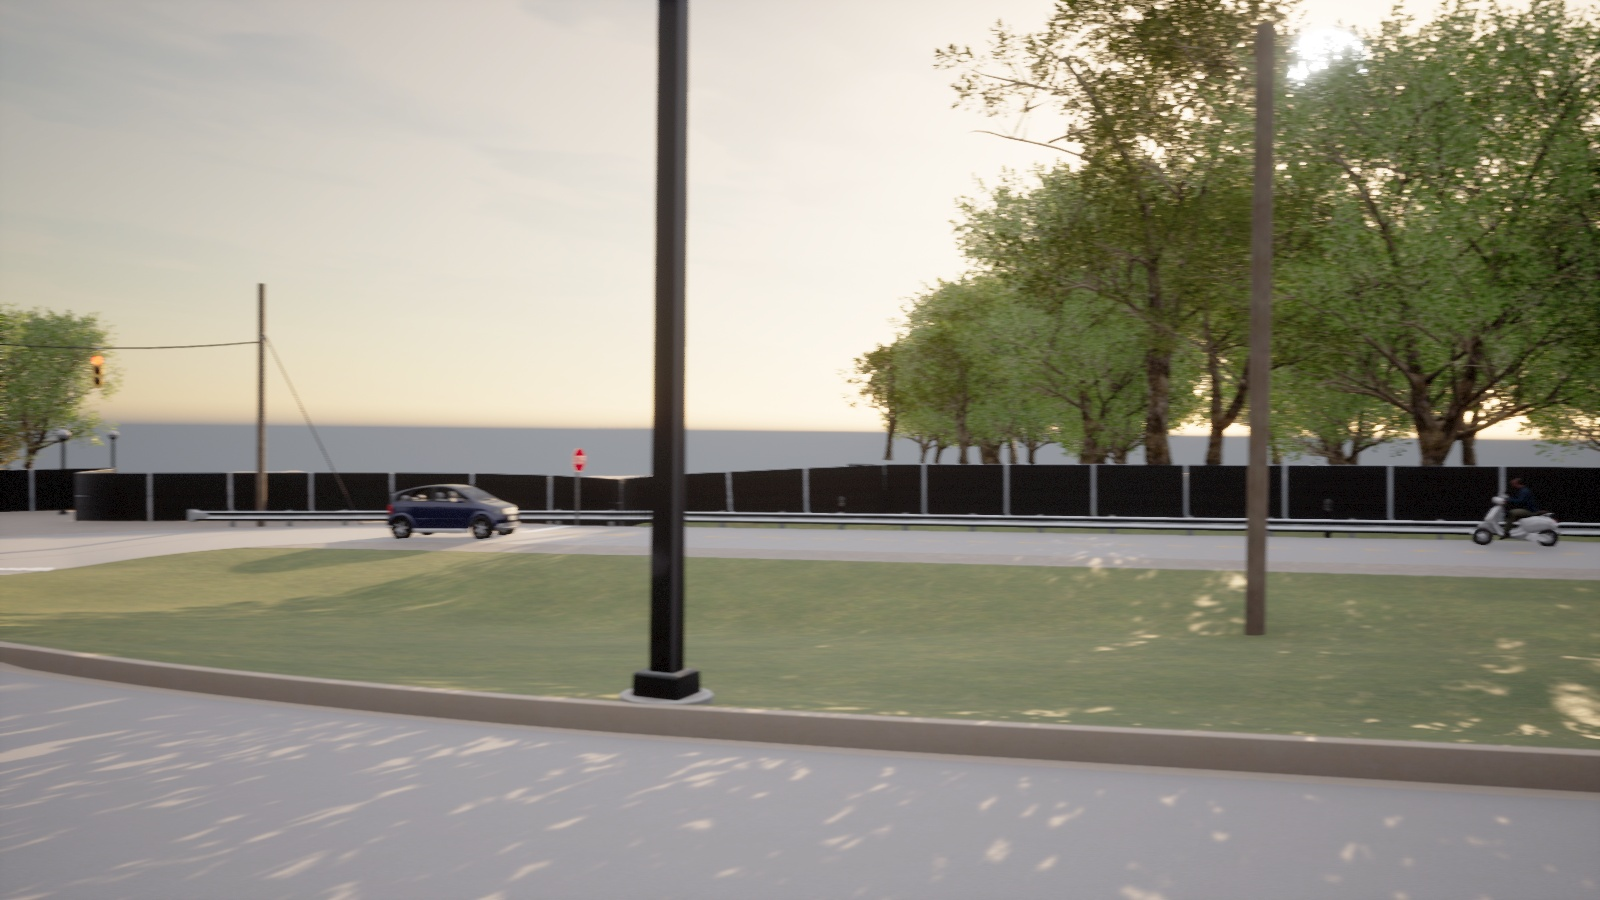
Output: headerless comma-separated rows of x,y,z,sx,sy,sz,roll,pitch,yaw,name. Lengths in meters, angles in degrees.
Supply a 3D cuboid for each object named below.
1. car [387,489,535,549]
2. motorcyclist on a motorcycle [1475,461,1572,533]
-9.855,1.998,36.579,3.705,1.549,1.789,-2,0,13,car
16.675,1.088,29.001,1.817,1.590,0.866,-2,0,25,motorcyclist on a motorcycle
